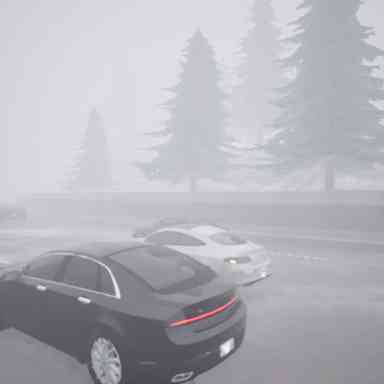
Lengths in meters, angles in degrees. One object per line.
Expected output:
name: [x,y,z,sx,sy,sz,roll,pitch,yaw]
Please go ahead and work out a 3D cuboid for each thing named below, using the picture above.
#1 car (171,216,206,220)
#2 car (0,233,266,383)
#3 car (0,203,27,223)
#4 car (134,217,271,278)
car: [-0.509,1.646,13.403,4.181,1.385,1.994,0,0,39]
car: [-1.527,1.541,5.283,4.892,1.490,1.837,0,0,37]
car: [-15.325,1.677,27.612,1.882,1.535,5.008,0,0,-42]
car: [-0.258,1.579,8.720,4.674,1.442,1.812,0,0,38]
